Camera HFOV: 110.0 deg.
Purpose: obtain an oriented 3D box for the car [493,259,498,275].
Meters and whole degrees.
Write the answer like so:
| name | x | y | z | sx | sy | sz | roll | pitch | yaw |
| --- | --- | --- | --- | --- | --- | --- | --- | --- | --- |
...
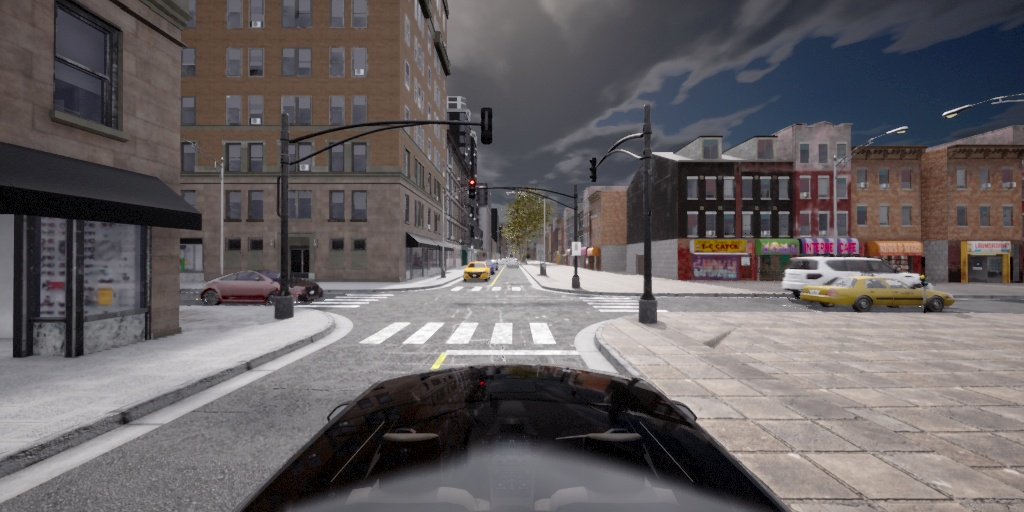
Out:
| name | x | y | z | sx | sy | sz | roll | pitch | yaw |
| --- | --- | --- | --- | --- | --- | --- | --- | --- | --- |
| car | -2.860 | 1.209 | 39.205 | 1.882 | 1.535 | 5.008 | 0 | 0 | 0 |

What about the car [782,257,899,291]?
| name | x | y | z | sx | sy | sz | roll | pitch | yaw |
| --- | --- | --- | --- | --- | --- | --- | --- | --- | --- |
| car | 15.481 | 1.069 | 16.270 | 5.566 | 2.045 | 2.150 | 0 | 0 | 0 |

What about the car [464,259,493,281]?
| name | x | y | z | sx | sy | sz | roll | pitch | yaw |
| --- | --- | --- | --- | --- | --- | --- | --- | --- | --- |
| car | -2.849 | 1.214 | 29.800 | 1.882 | 1.535 | 5.008 | 0 | 0 | 0 |

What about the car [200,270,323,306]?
| name | x | y | z | sx | sy | sz | roll | pitch | yaw |
| --- | --- | --- | --- | --- | --- | --- | --- | --- | --- |
| car | -9.924 | 1.256 | 14.385 | 4.181 | 1.385 | 1.994 | 0 | 0 | 4 |

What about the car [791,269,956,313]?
| name | x | y | z | sx | sy | sz | roll | pitch | yaw |
| --- | --- | --- | --- | --- | --- | --- | --- | --- | --- |
| car | 13.881 | 1.346 | 13.711 | 4.829 | 1.417 | 1.751 | 0 | 0 | 0 |

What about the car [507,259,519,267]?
| name | x | y | z | sx | sy | sz | roll | pitch | yaw |
| --- | --- | --- | --- | --- | --- | --- | --- | --- | --- |
| car | 0.096 | 1.252 | 63.006 | 1.812 | 1.442 | 4.674 | 0 | 0 | 0 |
